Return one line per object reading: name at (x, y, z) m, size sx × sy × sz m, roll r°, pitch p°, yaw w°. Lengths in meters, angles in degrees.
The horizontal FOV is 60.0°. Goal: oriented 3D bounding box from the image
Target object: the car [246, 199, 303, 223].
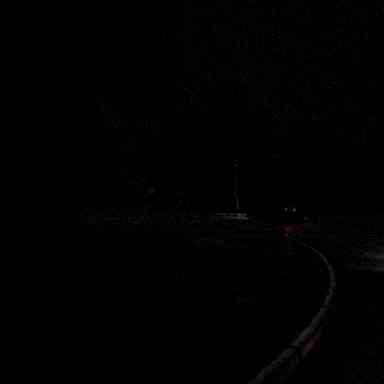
car at (6.372, 1.363, 26.311) m, size 2.097 × 1.767 × 4.553 m, roll 0°, pitch 0°, yaw -33°
